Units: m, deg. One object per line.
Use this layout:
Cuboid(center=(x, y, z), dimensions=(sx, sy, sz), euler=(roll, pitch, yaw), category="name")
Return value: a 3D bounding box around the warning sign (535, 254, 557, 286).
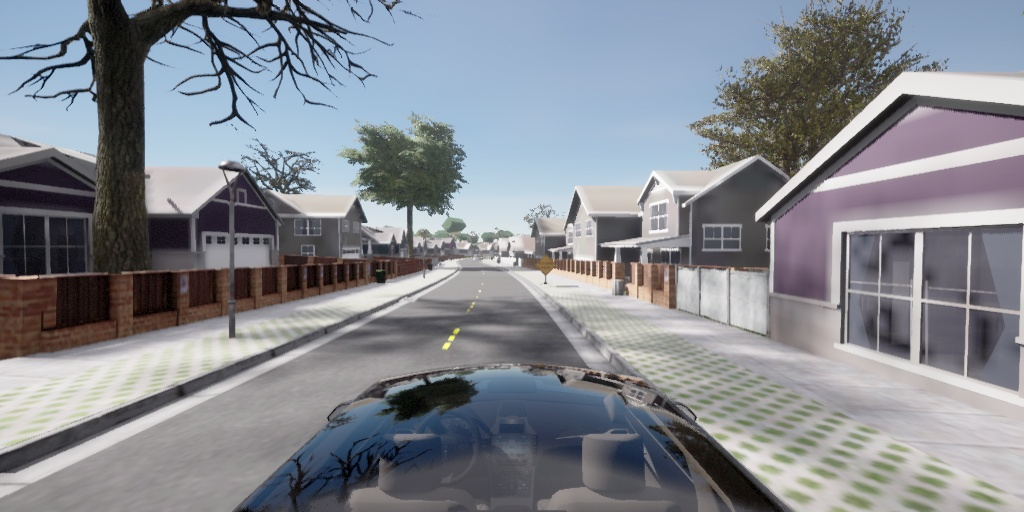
Cuboid(center=(2.025, 0.834, 21.783), dimensions=(1.300, 1.860, 1.060), euler=(0, 0, -3), category="warning sign")
